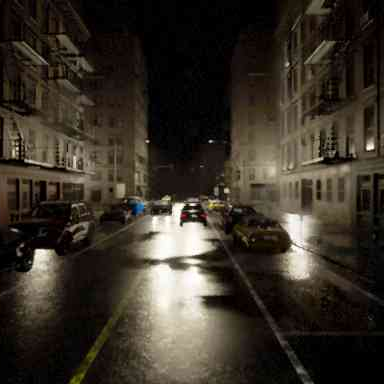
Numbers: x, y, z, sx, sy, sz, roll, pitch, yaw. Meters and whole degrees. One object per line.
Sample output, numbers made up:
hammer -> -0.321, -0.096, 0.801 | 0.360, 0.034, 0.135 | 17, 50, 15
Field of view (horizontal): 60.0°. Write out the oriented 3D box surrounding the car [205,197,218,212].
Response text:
car -> 2.607, 1.508, 35.218 | 1.752, 1.417, 4.829 | 0, 0, 0

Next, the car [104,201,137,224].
car -> -5.418, 1.569, 24.226 | 1.802, 1.307, 4.206 | 0, 0, 0

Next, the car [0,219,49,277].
car -> -5.406, 1.562, 8.008 | 1.947, 1.339, 4.313 | 0, 0, 0

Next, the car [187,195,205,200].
car -> 0.063, 1.471, 39.806 | 2.128, 1.511, 4.902 | 0, 0, -1

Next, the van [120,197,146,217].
van -> -5.423, 1.326, 29.633 | 1.690, 1.788, 3.998 | 0, 0, 0

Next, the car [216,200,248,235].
car -> 2.640, 1.430, 18.829 | 1.967, 1.590, 4.097 | 0, 0, 0

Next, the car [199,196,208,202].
car -> 2.561, 1.546, 73.012 | 1.802, 1.307, 4.206 | 0, 0, 0

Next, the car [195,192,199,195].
car -> 2.544, 1.393, 90.057 | 1.967, 1.590, 4.097 | 0, 0, 0

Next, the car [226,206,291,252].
car -> 2.650, 1.518, 13.594 | 1.752, 1.417, 4.829 | 0, 0, 0

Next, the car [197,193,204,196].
car -> 2.567, 1.518, 67.330 | 2.008, 1.369, 4.403 | 0, 0, 0

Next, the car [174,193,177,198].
car -> -5.476, 1.523, 84.365 | 1.947, 1.339, 4.313 | 0, 0, 0

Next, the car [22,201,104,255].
car -> -5.410, 1.308, 13.414 | 2.192, 1.841, 5.009 | 0, 0, 0

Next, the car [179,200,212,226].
car -> 0.073, 1.536, 23.315 | 2.033, 1.411, 5.357 | 0, 0, 0

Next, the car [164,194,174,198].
car -> -5.464, 1.489, 72.832 | 1.752, 1.417, 4.829 | 0, 0, 0

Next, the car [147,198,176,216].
car -> -2.867, 1.548, 32.281 | 1.994, 1.385, 4.181 | 0, 0, 0
